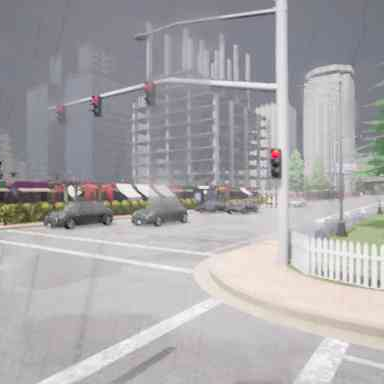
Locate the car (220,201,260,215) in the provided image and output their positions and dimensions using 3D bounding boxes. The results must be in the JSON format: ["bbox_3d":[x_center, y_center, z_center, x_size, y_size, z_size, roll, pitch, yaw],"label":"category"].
[{"bbox_3d":[5.441,1.645,35.367,2.033,1.411,5.357,-1,0,34],"label":"car"}]

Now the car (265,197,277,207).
[{"bbox_3d":[13.330,1.612,52.970,1.882,1.535,5.008,-1,0,34],"label":"car"}]

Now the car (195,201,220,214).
[{"bbox_3d":[2.511,1.671,37.282,2.033,1.411,5.357,-1,0,34],"label":"car"}]

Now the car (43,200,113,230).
[{"bbox_3d":[-7.596,1.484,22.476,2.097,1.767,4.553,-1,0,34],"label":"car"}]

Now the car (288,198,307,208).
[{"bbox_3d":[16.222,1.635,50.997,1.812,1.442,4.674,-1,0,34],"label":"car"}]

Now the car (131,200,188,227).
[{"bbox_3d":[-2.274,1.456,24.062,2.097,1.767,4.553,-1,0,34],"label":"car"}]
